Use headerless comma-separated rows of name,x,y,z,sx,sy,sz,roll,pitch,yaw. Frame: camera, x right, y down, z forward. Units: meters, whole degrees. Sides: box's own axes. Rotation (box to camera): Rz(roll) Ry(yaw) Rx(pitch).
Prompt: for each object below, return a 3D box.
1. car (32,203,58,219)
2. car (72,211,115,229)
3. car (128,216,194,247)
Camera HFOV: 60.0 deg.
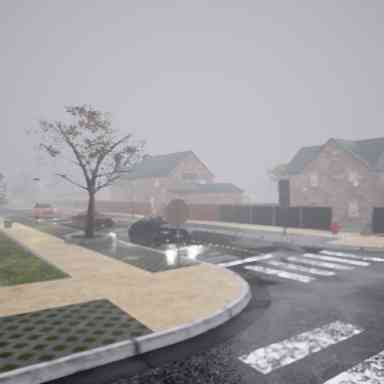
car,-17.345,2.132,39.117,2.097,1.767,4.553,-1,0,-35
car,-7.661,2.132,25.646,1.895,1.301,4.718,-1,0,-36
car,-1.715,1.941,17.403,1.994,1.385,4.181,-1,0,-36
